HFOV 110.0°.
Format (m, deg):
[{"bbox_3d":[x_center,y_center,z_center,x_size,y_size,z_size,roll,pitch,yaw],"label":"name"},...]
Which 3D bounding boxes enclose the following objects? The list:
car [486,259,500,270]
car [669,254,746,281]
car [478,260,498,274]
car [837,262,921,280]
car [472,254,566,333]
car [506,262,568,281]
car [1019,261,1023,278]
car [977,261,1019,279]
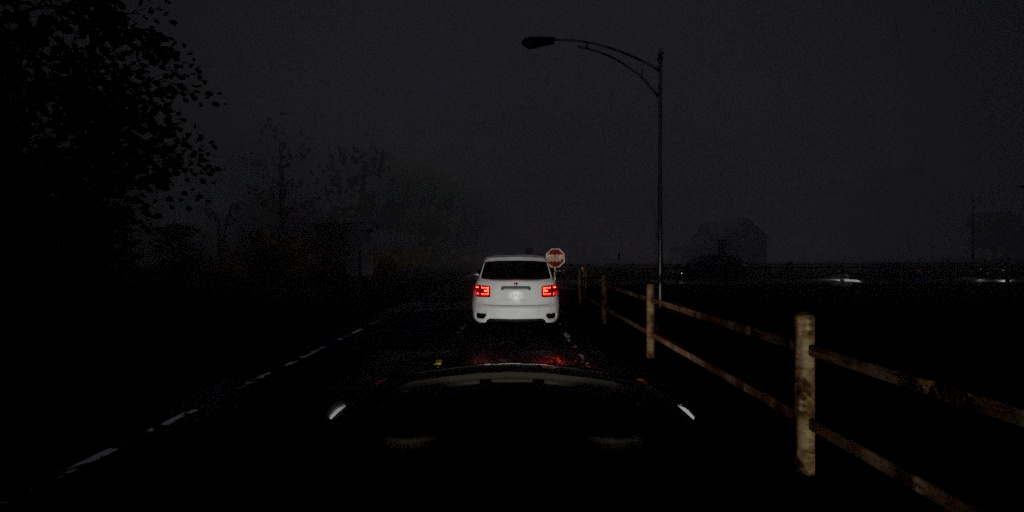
[{"bbox_3d":[-2.831,1.237,53.372,1.812,1.442,4.674,0,0,0],"label":"car"},{"bbox_3d":[15.583,0.904,28.631,5.566,2.045,2.150,0,0,-1],"label":"car"},{"bbox_3d":[-2.840,1.275,43.114,2.033,1.411,5.357,0,0,0],"label":"car"},{"bbox_3d":[29.510,1.171,28.864,5.357,1.411,2.033,0,0,-1],"label":"car"},{"bbox_3d":[0.097,0.971,10.825,2.150,2.045,5.566,0,0,0],"label":"car"},{"bbox_3d":[2.152,1.292,31.757,5.357,1.411,2.033,0,0,42],"label":"car"},{"bbox_3d":[41.062,1.039,26.112,4.902,1.511,2.128,0,0,-1],"label":"car"},{"bbox_3d":[40.762,1.097,29.028,4.674,1.442,1.812,0,0,-1],"label":"car"}]
